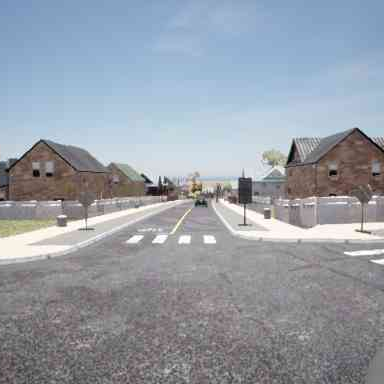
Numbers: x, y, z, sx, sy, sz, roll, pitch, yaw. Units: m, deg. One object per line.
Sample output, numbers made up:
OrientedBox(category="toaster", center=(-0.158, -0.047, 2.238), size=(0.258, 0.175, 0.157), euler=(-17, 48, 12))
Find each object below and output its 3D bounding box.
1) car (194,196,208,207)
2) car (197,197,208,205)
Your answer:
OrientedBox(category="car", center=(1.518, 1.497, 54.269), size=(2.097, 1.767, 4.553), euler=(0, 0, 3))
OrientedBox(category="car", center=(2.005, 1.754, 64.298), size=(2.033, 1.411, 5.357), euler=(0, 0, 3))
